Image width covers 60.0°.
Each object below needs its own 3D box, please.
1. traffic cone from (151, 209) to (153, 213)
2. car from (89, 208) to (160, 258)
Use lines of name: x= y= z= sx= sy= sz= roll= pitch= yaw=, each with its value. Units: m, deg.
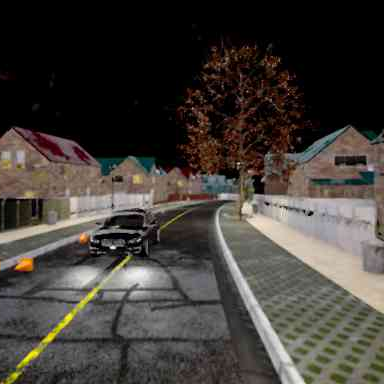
traffic cone: x=-3.550 y=1.803 z=29.651 sx=0.340 sy=0.580 sz=0.340 roll=0 pitch=0 yaw=5
car: x=-2.336 y=1.426 z=12.522 sx=1.837 sy=1.490 sz=4.892 roll=0 pitch=0 yaw=2
